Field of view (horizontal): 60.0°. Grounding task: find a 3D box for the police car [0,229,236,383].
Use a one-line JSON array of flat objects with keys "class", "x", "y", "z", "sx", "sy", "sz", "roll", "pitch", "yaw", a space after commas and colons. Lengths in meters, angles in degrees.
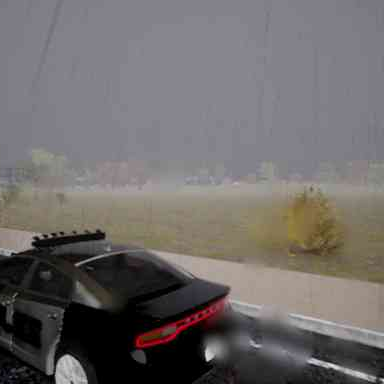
[{"class": "police car", "x": -1.885, "y": 1.406, "z": 4.922, "sx": 5.238, "sy": 1.638, "sz": 1.930, "roll": 0, "pitch": 0, "yaw": 36}]
